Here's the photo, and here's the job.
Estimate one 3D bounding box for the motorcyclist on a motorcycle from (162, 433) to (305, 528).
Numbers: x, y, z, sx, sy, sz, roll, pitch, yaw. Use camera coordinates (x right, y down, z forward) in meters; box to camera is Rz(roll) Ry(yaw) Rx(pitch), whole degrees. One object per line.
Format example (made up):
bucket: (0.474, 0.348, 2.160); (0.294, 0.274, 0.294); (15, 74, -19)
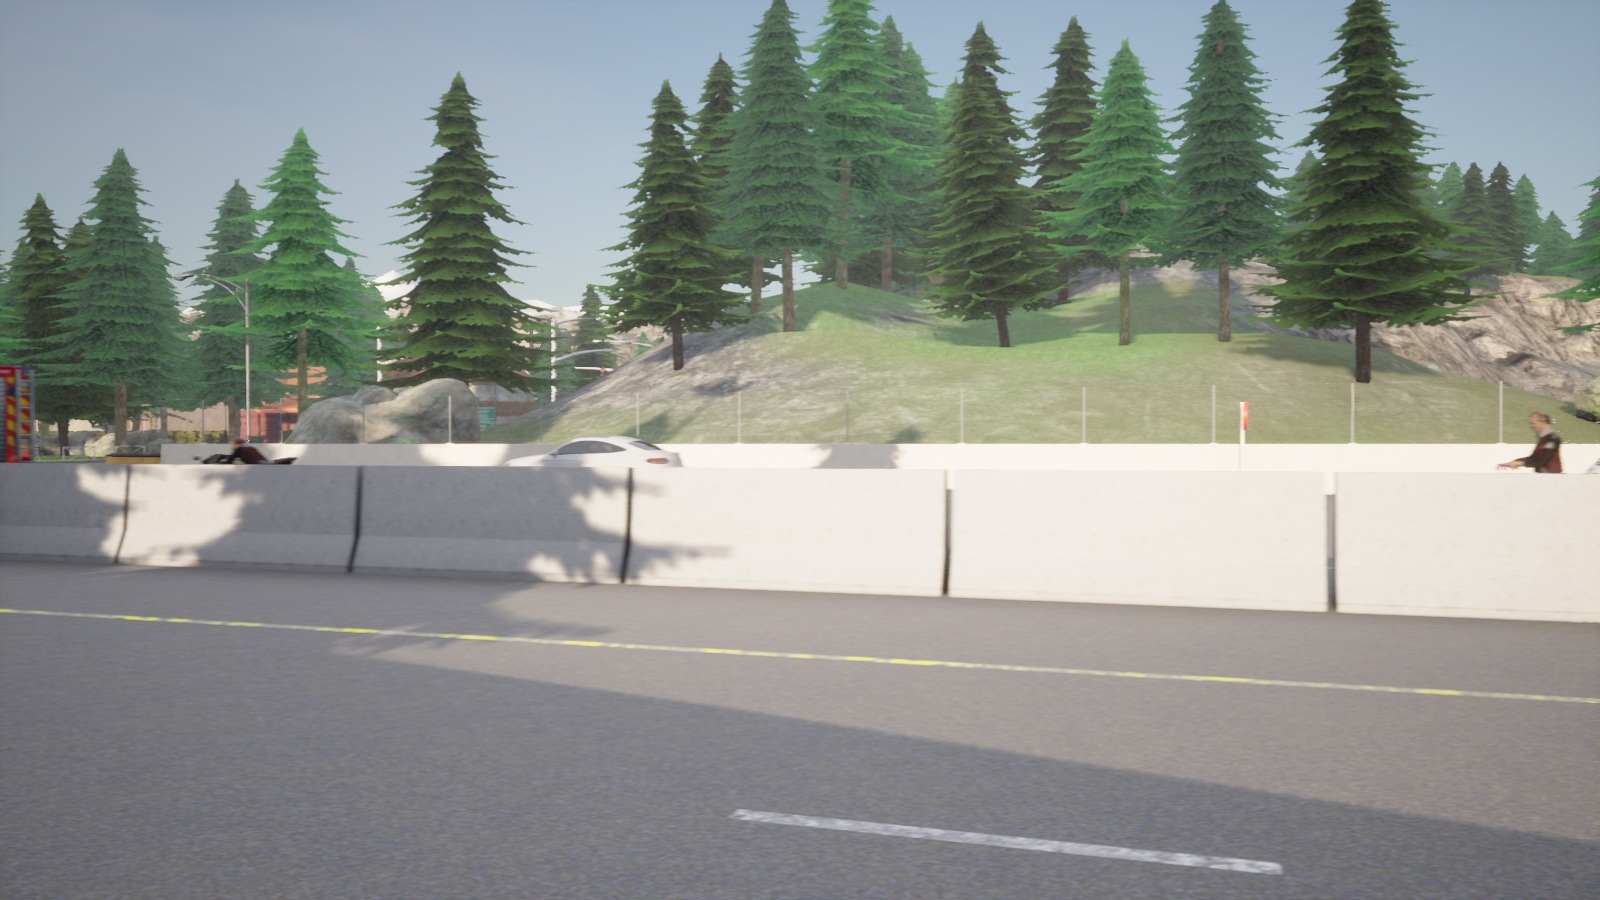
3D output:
motorcyclist on a motorcycle: (-9.542, 0.487, 21.174); (2.191, 1.530, 0.866); (1, 1, 19)

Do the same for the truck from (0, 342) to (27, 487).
truck: (-25.353, -0.976, 33.861); (8.468, 3.827, 2.891); (1, 1, 19)

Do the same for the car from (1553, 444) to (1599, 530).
car: (13.861, 0.602, 20.685); (2.207, 1.376, 1.481); (1, 1, 19)

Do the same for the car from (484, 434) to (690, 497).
car: (-5.211, 0.340, 30.794); (4.674, 1.442, 1.812); (1, 1, 19)
